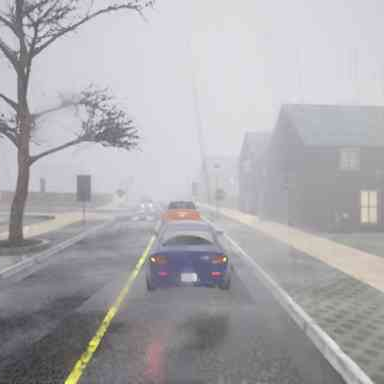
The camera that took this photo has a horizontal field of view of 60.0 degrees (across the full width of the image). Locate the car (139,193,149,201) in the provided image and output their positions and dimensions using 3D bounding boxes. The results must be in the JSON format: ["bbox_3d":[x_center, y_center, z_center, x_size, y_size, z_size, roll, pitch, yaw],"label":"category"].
[{"bbox_3d":[-9.758,1.044,67.675,1.812,1.442,4.674,0,1,-11],"label":"car"}]

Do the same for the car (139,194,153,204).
[{"bbox_3d":[-7.190,1.190,52.813,1.994,1.385,4.181,0,1,-9],"label":"car"}]

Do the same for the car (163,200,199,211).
[{"bbox_3d":[-0.634,1.217,19.502,2.097,1.767,4.553,0,0,-3],"label":"car"}]

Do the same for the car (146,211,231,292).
[{"bbox_3d":[-0.118,1.465,8.690,1.812,1.442,4.674,0,0,-2],"label":"car"}]
